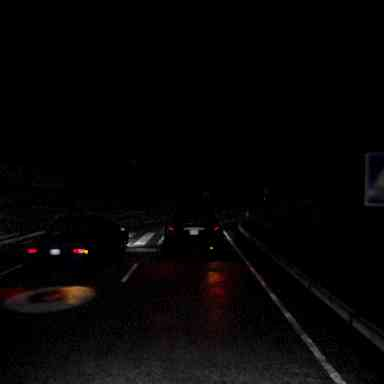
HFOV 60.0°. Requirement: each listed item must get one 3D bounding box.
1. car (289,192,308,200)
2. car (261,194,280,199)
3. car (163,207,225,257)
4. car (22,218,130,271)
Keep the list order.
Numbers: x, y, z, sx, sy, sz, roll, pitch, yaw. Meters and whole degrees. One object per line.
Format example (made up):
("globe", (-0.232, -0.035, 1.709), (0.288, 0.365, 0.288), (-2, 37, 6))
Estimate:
("car", (20.728, 0.767, 64.817), (1.812, 1.442, 4.674), (0, 2, -14))
("car", (16.136, 0.683, 68.512), (1.994, 1.385, 4.181), (-1, 2, -23))
("car", (0.084, 1.353, 13.200), (2.097, 1.767, 4.553), (0, 0, 1))
("car", (-3.436, 1.555, 10.912), (2.033, 1.411, 5.357), (0, 0, 1))
